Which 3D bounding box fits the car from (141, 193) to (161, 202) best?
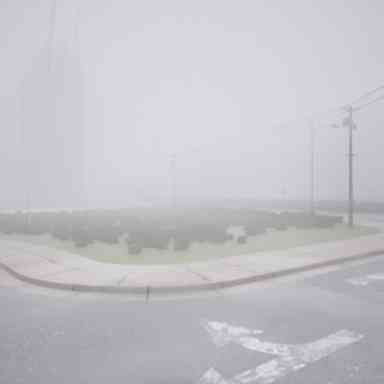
[{"bbox_3d":[-8.472,1.212,68.840,2.150,2.045,5.566,0,0,-35],"label":"car"}]
